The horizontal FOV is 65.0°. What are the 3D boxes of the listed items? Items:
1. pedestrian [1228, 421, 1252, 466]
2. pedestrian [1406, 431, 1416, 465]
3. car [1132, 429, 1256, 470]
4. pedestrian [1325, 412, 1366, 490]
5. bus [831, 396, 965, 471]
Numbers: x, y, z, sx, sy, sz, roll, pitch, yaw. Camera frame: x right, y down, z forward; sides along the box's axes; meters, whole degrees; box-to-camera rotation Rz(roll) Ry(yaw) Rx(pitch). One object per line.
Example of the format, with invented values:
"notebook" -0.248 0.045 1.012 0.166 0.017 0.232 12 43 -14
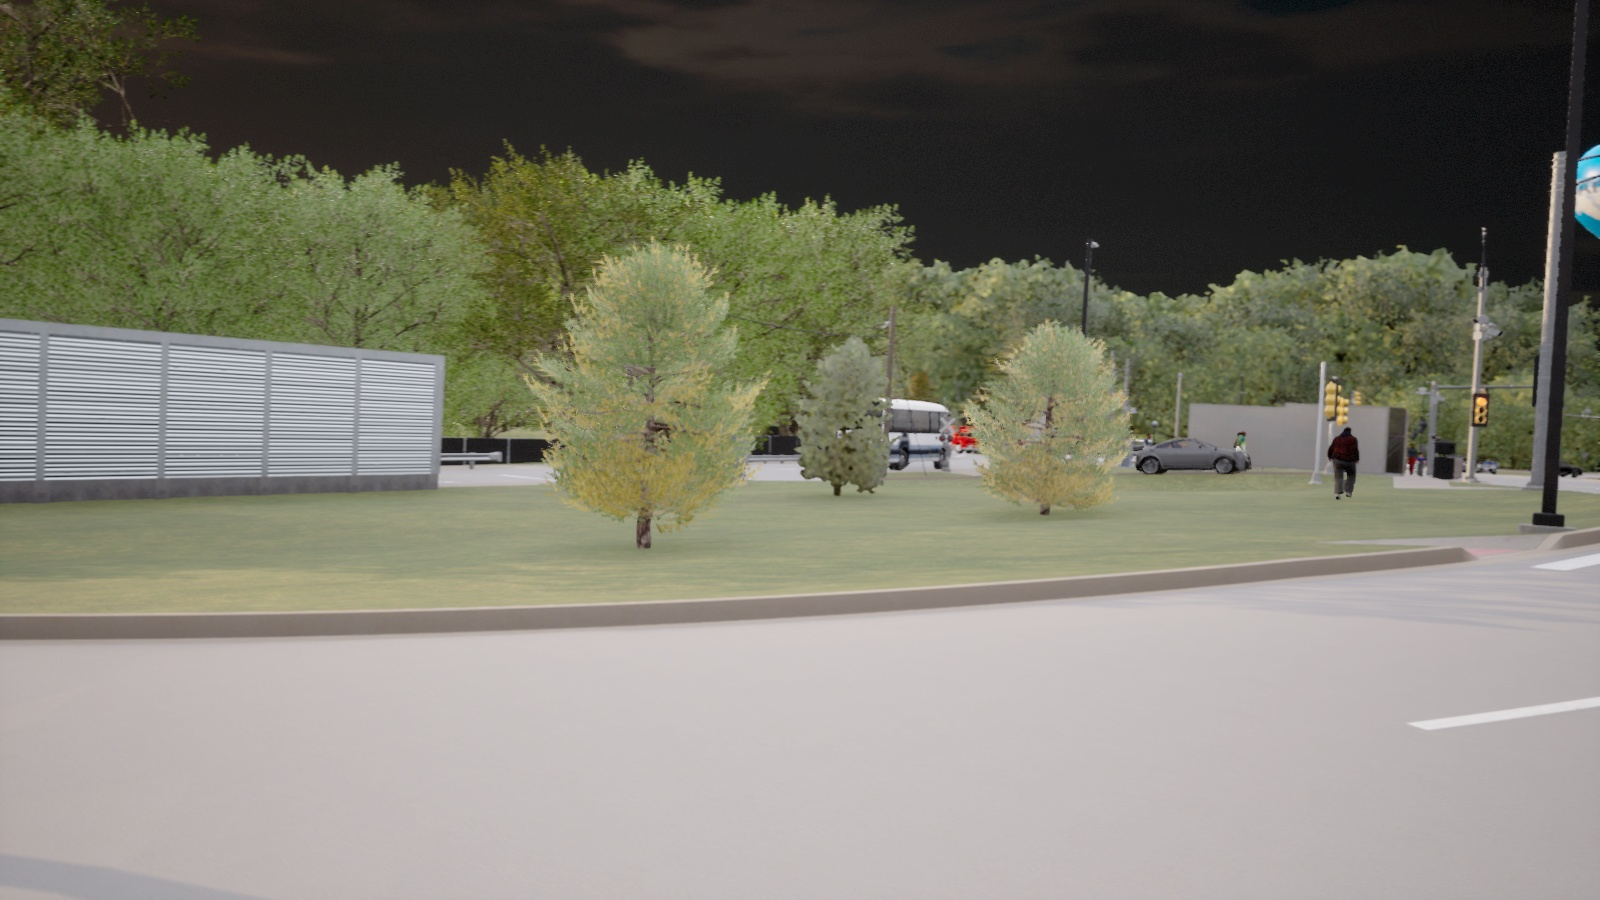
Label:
"pedestrian" 19.351 -0.296 55.247 0.873 1.952 0.659 3 0 25
"pedestrian" 33.168 -0.106 68.173 0.353 1.847 0.614 3 0 25
"car" 14.866 0.002 47.326 4.181 1.385 1.994 -2 -2 25
"pedestrian" 13.198 0.039 30.378 0.634 1.844 0.899 3 0 37
"bus" 6.249 -1.056 78.113 3.944 4.253 10.273 3 2 31
